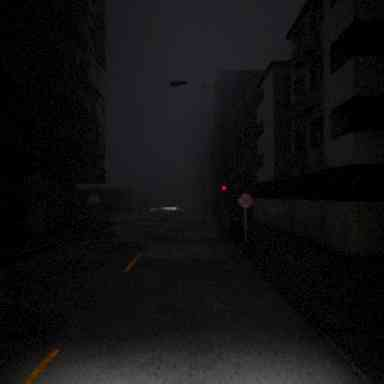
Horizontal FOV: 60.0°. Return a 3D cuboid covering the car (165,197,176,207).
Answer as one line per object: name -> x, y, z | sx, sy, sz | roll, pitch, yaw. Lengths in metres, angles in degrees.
car -> -4.047, 2.173, 64.179 | 2.128, 1.511, 4.902 | 0, -1, 0
